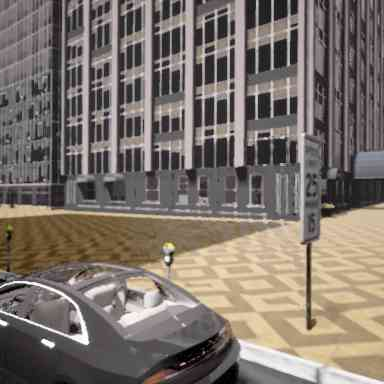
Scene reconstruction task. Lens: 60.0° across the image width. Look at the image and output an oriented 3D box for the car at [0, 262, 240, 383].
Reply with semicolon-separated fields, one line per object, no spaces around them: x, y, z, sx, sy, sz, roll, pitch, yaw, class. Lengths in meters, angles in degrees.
-1.538;1.594;4.204;4.403;1.369;2.008;-1;0;37;car
